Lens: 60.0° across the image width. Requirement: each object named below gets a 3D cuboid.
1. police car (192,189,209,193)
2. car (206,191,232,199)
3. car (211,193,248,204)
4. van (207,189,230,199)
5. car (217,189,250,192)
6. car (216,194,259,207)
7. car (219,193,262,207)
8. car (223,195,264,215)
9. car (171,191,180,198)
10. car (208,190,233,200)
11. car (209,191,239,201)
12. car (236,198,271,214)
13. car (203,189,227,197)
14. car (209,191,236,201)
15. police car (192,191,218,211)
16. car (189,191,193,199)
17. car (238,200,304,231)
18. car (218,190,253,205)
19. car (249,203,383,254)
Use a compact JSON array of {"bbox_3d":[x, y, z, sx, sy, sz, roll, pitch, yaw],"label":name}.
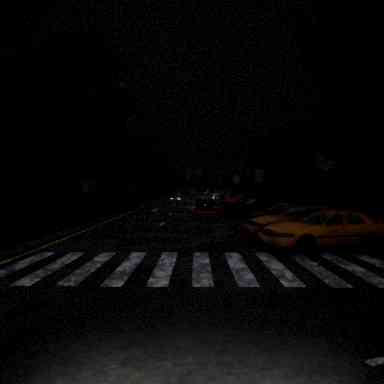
[{"bbox_3d":[1.374,0.832,50.671,1.930,1.638,5.238,0,1,0],"label":"police car"},{"bbox_3d":[5.656,0.697,69.862,5.008,1.535,2.097,1,0,-20],"label":"car"},{"bbox_3d":[5.491,0.940,48.827,4.792,1.488,2.163,1,1,-20],"label":"car"},{"bbox_3d":[5.791,0.444,72.904,4.442,1.987,1.878,1,0,-20],"label":"van"},{"bbox_3d":[5.466,0.926,36.836,4.553,1.767,2.185,1,1,-20],"label":"car"},{"bbox_3d":[5.450,1.055,39.834,4.674,1.452,2.002,1,0,-20],"label":"car"},{"bbox_3d":[5.367,1.155,30.817,4.792,1.488,2.163,1,1,-20],"label":"car"},{"bbox_3d":[5.380,1.205,27.826,4.674,1.452,2.002,0,1,-20],"label":"car"},{"bbox_3d":[-3.735,0.475,75.905,2.097,1.767,4.553,0,1,0],"label":"car"},{"bbox_3d":[5.680,0.600,66.857,4.553,1.767,2.185,1,1,-20],"label":"car"},{"bbox_3d":[5.555,0.689,57.840,4.553,1.767,2.185,1,0,-20],"label":"car"},{"bbox_3d":[5.347,1.285,18.826,4.892,1.521,2.231,1,1,-20],"label":"car"},{"bbox_3d":[5.746,0.303,84.895,5.566,2.045,2.435,1,0,-20],"label":"car"},{"bbox_3d":[5.576,0.658,60.841,4.553,1.767,2.185,1,0,-20],"label":"car"},{"bbox_3d":[1.271,1.018,34.672,1.930,1.638,5.238,0,1,0],"label":"police car"},{"bbox_3d":[0.295,0.550,71.044,1.882,1.535,5.008,0,1,0],"label":"car"},{"bbox_3d":[5.156,1.320,15.762,5.366,1.575,1.946,0,1,-20],"label":"car"},{"bbox_3d":[5.446,0.963,33.835,4.553,1.767,2.185,1,1,-20],"label":"car"},{"bbox_3d":[5.150,1.359,12.761,5.366,1.575,1.946,1,1,-20],"label":"car"}]
